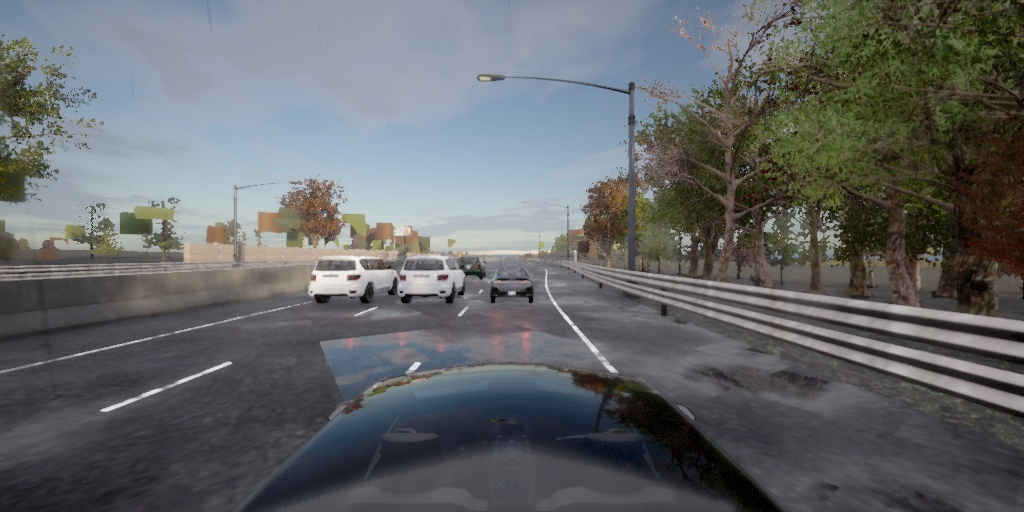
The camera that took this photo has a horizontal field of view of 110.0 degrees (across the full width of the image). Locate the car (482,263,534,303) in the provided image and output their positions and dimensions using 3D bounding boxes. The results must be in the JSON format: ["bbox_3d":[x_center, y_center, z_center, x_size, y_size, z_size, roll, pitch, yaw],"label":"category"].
[{"bbox_3d":[0.000,1.245,16.501,2.128,1.511,4.902,0,0,0],"label":"car"}]

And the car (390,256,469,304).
[{"bbox_3d":[-3.500,1.008,16.531,2.150,2.045,5.566,0,0,0],"label":"car"}]

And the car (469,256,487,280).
[{"bbox_3d":[-3.500,1.017,31.532,2.150,2.045,5.566,0,0,0],"label":"car"}]

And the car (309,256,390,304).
[{"bbox_3d":[-7.000,1.007,16.531,2.150,2.045,5.566,0,0,0],"label":"car"}]
